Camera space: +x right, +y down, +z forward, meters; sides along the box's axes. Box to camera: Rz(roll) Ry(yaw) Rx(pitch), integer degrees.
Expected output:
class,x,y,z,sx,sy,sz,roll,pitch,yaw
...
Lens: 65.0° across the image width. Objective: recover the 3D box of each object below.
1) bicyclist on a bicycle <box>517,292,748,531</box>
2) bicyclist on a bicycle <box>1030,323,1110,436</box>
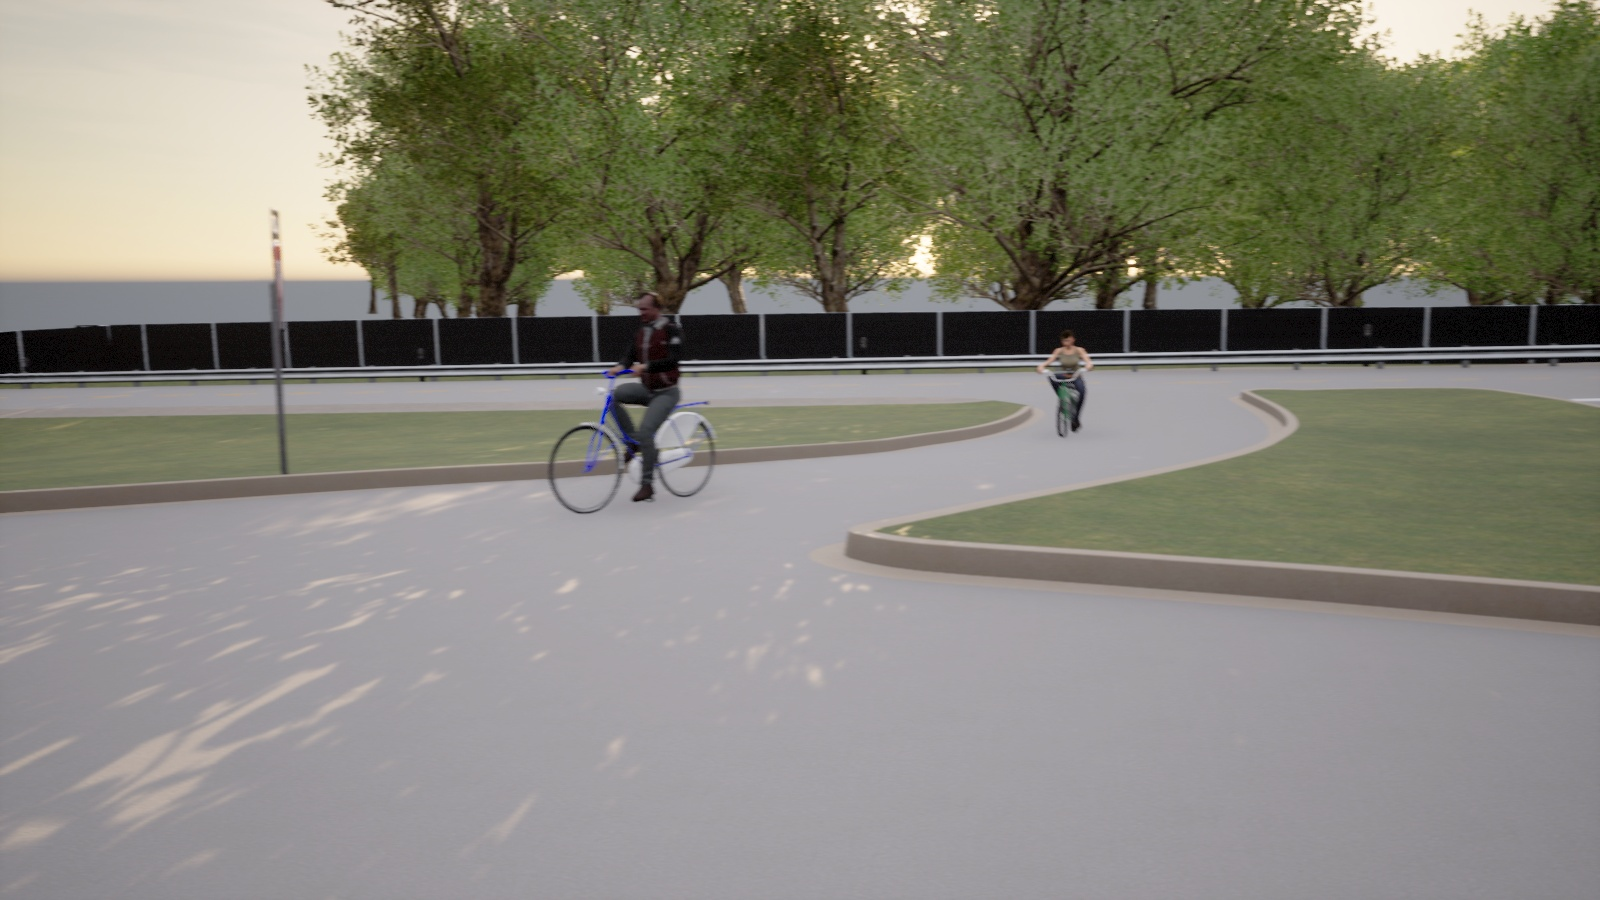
class,x,y,z,sx,sy,sz,roll,pitch,yaw
bicyclist on a bicycle,-1.313,-0.377,10.237,0.659,1.776,1.843,3,7,39
bicyclist on a bicycle,4.096,-1.080,18.957,0.866,1.612,1.509,-1,5,23
